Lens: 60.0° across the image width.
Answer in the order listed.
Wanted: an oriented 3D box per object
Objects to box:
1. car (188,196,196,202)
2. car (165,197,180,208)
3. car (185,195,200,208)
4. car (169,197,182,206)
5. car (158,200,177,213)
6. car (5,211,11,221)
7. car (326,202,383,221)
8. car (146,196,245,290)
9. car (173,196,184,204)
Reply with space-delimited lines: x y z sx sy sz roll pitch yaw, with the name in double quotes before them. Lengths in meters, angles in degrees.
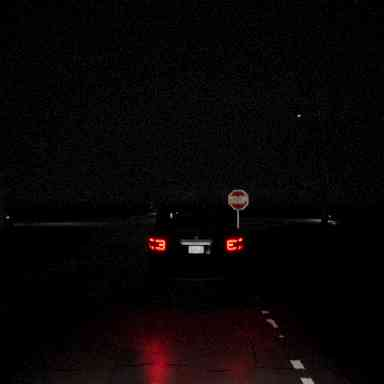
"car" -0.071 1.608 81.142 1.994 1.385 4.181 0 0 0
"car" -2.870 1.512 48.723 1.882 1.535 5.008 0 0 0
"car" 0.031 1.386 48.457 2.097 1.767 4.553 0 0 0
"car" -2.830 1.592 58.662 2.033 1.411 5.357 0 0 1
"car" -2.723 1.587 37.646 1.994 1.385 4.181 0 0 -2
"car" -15.510 1.564 23.551 4.902 1.511 2.128 0 -1 -2
"car" 13.644 1.539 26.605 5.357 1.411 2.033 0 -1 -1
"car" 0.091 1.225 9.217 2.150 2.045 5.566 0 0 0
"car" -2.811 1.599 69.153 2.033 1.411 5.357 0 0 0
